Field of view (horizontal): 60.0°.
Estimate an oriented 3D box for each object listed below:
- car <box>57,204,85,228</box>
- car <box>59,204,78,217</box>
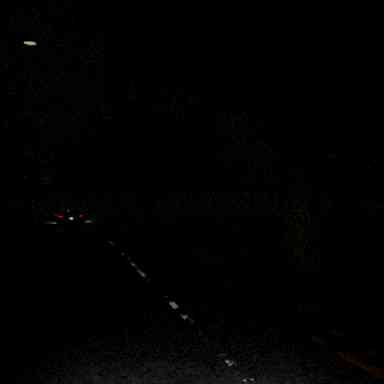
[{"bbox_3d":[-9.353,1.914,25.699,1.994,1.385,4.181,0,-1,-21],"label":"car"},{"bbox_3d":[-14.528,2.115,39.212,1.994,1.385,4.181,0,-1,-20],"label":"car"}]
